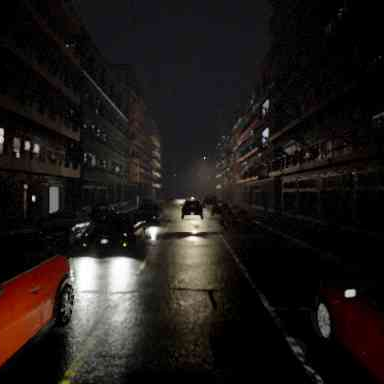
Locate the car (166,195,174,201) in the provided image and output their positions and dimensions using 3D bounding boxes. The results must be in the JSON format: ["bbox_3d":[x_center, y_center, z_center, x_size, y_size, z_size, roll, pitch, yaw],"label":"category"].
[{"bbox_3d":[-5.811,1.541,88.736,1.887,1.381,4.507,0,0,0],"label":"car"}]

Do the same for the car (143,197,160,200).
[{"bbox_3d":[-5.747,1.558,43.276,1.947,1.339,4.313,0,0,0],"label":"car"}]

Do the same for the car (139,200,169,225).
[{"bbox_3d":[-3.083,1.542,24.374,2.033,1.411,5.357,0,0,0],"label":"car"}]

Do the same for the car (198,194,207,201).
[{"bbox_3d":[2.578,1.431,83.068,1.967,1.590,4.097,0,0,0],"label":"car"}]

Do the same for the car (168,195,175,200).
[{"bbox_3d":[-5.820,1.579,94.419,1.802,1.307,4.206,0,0,0],"label":"car"}]

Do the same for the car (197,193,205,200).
[{"bbox_3d":[2.561,1.309,94.433,2.192,1.841,5.009,0,0,0],"label":"car"}]

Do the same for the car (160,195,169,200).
[{"bbox_3d":[-5.771,1.574,60.324,1.802,1.307,4.206,0,0,0],"label":"car"}]

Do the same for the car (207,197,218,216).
[{"bbox_3d":[2.650,1.515,32.096,1.752,1.417,4.829,0,0,0],"label":"car"}]

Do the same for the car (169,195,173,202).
[{"bbox_3d":[-5.787,1.559,71.689,1.947,1.339,4.313,0,0,0],"label":"car"}]

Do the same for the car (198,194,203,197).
[{"bbox_3d":[0.014,1.481,46.101,2.128,1.511,4.902,0,0,0],"label":"car"}]

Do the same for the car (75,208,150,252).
[{"bbox_3d":[-3.110,1.561,13.814,1.994,1.385,4.181,0,0,0],"label":"car"}]

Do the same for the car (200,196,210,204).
[{"bbox_3d":[2.601,1.514,66.191,1.752,1.417,4.829,0,0,0],"label":"car"}]

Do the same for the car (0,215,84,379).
[{"bbox_3d":[-3.102,1.353,3.932,2.097,1.767,4.553,0,0,0],"label":"car"}]

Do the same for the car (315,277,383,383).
[{"bbox_3d":[2.794,1.542,3.517,1.887,1.381,4.507,0,0,0],"label":"car"}]

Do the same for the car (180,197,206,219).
[{"bbox_3d":[0.034,1.498,29.484,1.837,1.490,4.892,0,0,0],"label":"car"}]

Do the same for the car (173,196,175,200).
[{"bbox_3d":[-5.803,1.561,83.054,1.947,1.339,4.313,0,0,0],"label":"car"}]

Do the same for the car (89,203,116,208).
[{"bbox_3d":[-5.713,1.437,20.546,1.967,1.590,4.097,0,0,0],"label":"car"}]

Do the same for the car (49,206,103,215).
[{"bbox_3d":[-5.705,1.549,14.864,2.008,1.369,4.403,0,0,0],"label":"car"}]

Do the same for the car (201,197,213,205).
[{"bbox_3d":[2.609,1.539,60.339,2.008,1.369,4.403,0,0,0],"label":"car"}]

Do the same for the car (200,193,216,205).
[{"bbox_3d":[2.626,1.303,48.974,2.192,1.841,5.009,0,0,0],"label":"car"}]

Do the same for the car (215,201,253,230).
[{"bbox_3d":[2.666,1.518,20.731,1.752,1.417,4.829,0,0,0],"label":"car"}]
